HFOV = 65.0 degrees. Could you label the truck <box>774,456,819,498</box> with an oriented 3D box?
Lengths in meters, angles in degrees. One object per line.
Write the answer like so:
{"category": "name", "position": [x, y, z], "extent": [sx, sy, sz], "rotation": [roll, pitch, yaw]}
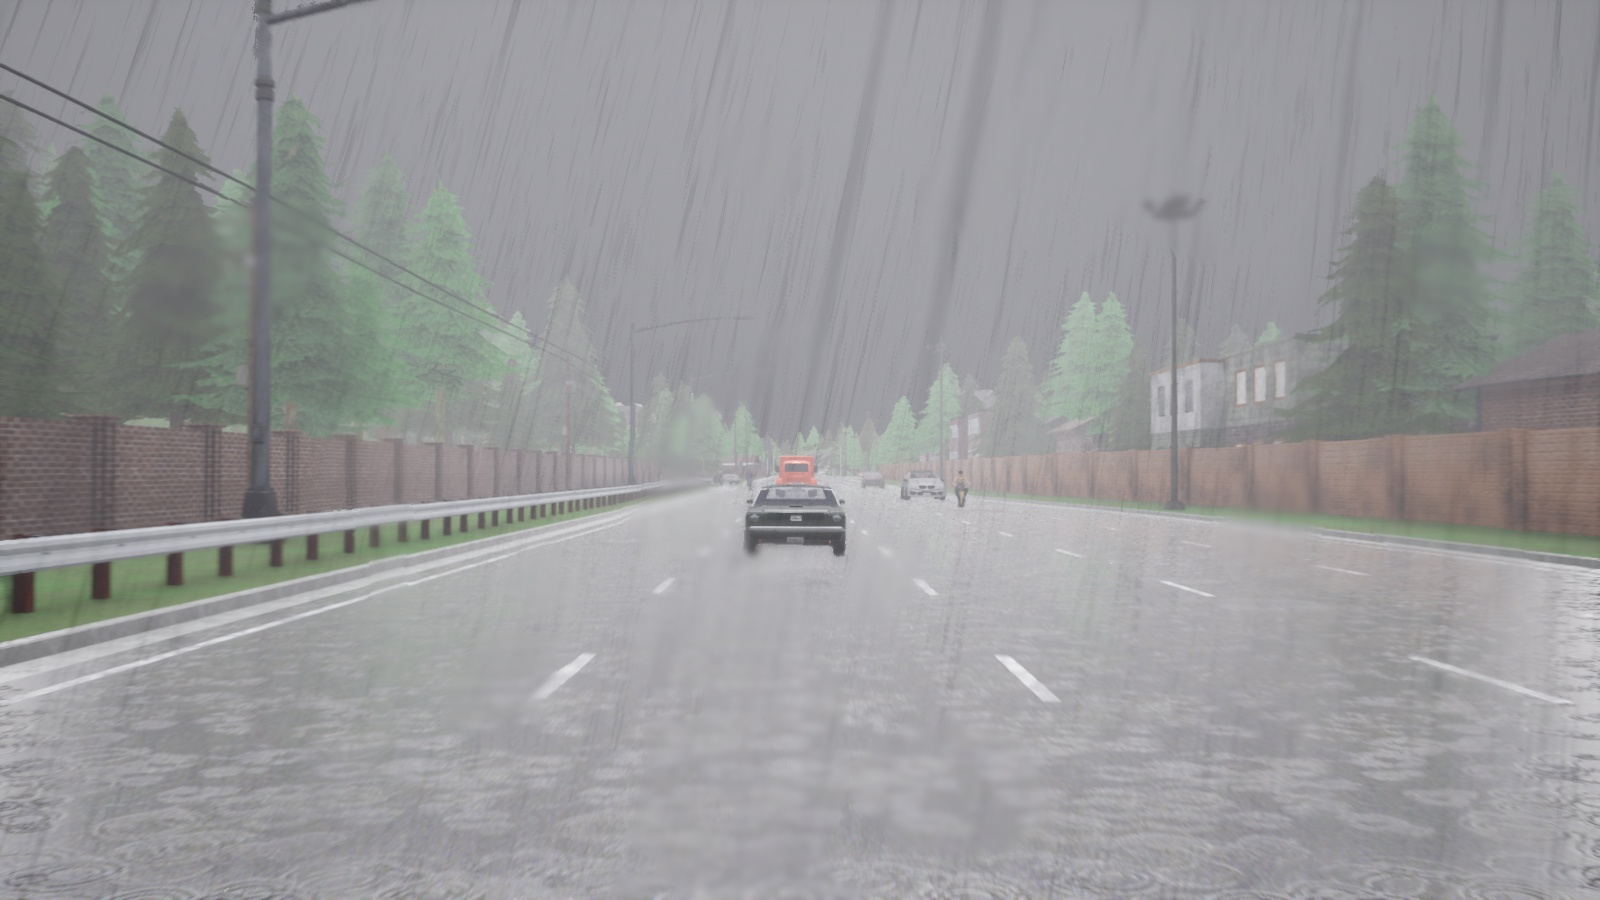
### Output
{"category": "truck", "position": [-0.193, 1.607, 76.620], "extent": [2.627, 2.467, 5.204], "rotation": [0, -1, 0]}

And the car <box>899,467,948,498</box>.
{"category": "car", "position": [6.826, 1.796, 69.822], "extent": [2.242, 1.667, 4.611], "rotation": [0, -1, 0]}

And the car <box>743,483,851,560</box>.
{"category": "car", "position": [-0.061, 1.324, 24.504], "extent": [1.895, 1.301, 4.718], "rotation": [0, -1, 0]}
